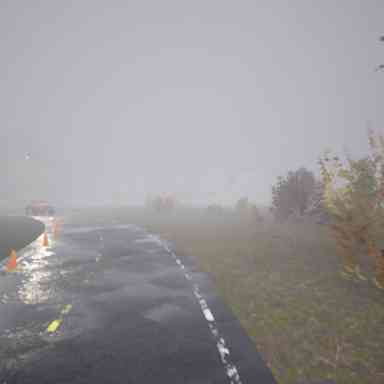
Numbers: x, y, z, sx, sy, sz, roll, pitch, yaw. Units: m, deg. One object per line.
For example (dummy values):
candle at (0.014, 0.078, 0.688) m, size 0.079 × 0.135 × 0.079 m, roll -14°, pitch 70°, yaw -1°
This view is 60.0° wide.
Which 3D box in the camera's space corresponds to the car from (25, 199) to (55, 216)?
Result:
car at (-18.937, 1.857, 41.189) m, size 2.150 × 2.045 × 5.566 m, roll 1°, pitch -2°, yaw -41°

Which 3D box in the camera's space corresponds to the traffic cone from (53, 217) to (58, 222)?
traffic cone at (-9.775, 2.289, 24.183) m, size 0.340 × 0.580 × 0.340 m, roll 1°, pitch -1°, yaw -23°

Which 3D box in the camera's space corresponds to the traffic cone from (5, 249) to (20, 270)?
traffic cone at (-5.580, 2.092, 10.380) m, size 0.340 × 0.580 × 0.340 m, roll 0°, pitch -1°, yaw -11°

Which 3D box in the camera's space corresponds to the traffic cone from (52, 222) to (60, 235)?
traffic cone at (-8.040, 2.220, 19.689) m, size 0.340 × 0.580 × 0.340 m, roll 0°, pitch -1°, yaw -19°

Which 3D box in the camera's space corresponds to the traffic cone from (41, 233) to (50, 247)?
traffic cone at (-6.639, 2.154, 15.080) m, size 0.340 × 0.580 × 0.340 m, roll 0°, pitch -1°, yaw -15°
